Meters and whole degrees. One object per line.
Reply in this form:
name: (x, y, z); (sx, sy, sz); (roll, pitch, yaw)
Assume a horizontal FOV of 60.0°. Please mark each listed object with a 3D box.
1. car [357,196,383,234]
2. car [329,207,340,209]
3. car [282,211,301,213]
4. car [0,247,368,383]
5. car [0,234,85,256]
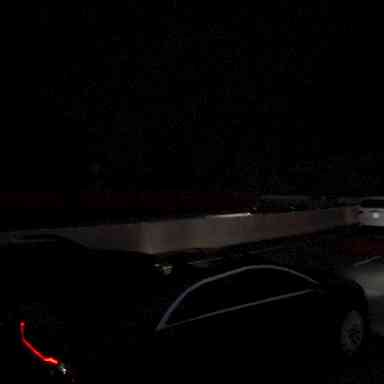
car: (11.049, 1.232, 18.588); (2.150, 2.045, 5.566); (0, 0, 43)
car: (13.984, 1.507, 33.619); (1.882, 1.535, 5.008); (0, 0, 35)
car: (10.390, 1.515, 34.600); (1.882, 1.535, 5.008); (0, 0, 35)
car: (0.421, 1.498, 4.271); (4.902, 1.511, 2.128); (0, 0, -37)
car: (-2.723, 1.541, 6.261); (4.674, 1.442, 1.812); (0, 0, -37)
